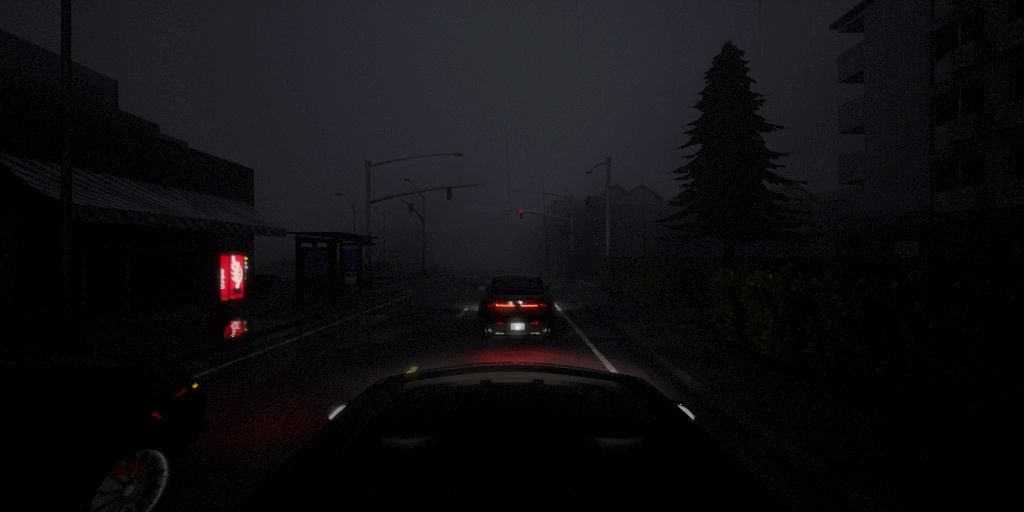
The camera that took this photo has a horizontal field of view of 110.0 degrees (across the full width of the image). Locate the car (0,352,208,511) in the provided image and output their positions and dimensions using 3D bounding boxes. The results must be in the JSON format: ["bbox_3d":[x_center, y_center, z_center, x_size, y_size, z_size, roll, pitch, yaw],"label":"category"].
[{"bbox_3d":[-3.580,1.276,1.254,1.812,1.442,4.674,0,0,0],"label":"car"}]

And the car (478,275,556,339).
[{"bbox_3d":[0.117,1.255,10.062,1.837,1.490,4.892,0,0,0],"label":"car"}]
